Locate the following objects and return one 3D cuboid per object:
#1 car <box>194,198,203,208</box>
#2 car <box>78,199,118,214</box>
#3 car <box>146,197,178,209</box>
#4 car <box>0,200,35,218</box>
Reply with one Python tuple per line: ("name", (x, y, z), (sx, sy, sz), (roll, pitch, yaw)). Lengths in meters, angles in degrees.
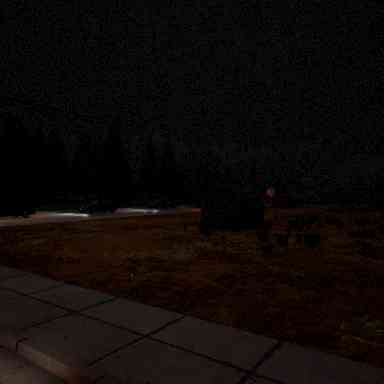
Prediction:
("car", (2.226, 1.532, 47.226), (1.837, 1.490, 4.892), (0, 0, 36))
("car", (-10.224, 1.552, 36.606), (1.812, 1.442, 4.674), (0, 0, 37))
("car", (-4.010, 1.504, 44.993), (1.882, 1.535, 5.008), (0, 0, 37))
("car", (-16.146, 1.504, 28.609), (1.882, 1.535, 5.008), (0, 0, 36))
